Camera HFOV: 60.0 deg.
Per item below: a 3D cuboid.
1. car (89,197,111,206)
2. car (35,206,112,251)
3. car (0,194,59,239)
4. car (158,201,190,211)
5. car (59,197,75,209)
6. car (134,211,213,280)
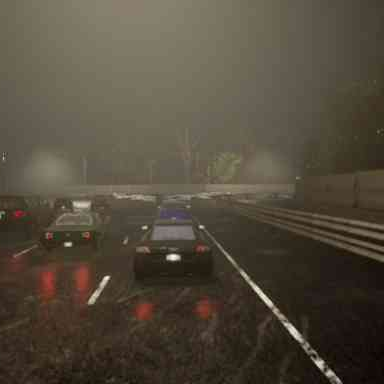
[{"bbox_3d":[-9.007,1.232,32.730,2.128,1.511,4.902,0,1,-18],"label":"car"},{"bbox_3d":[-4.566,1.496,13.661,1.895,1.301,4.718,0,1,-8],"label":"car"},{"bbox_3d":[-8.519,1.109,16.475,2.150,2.045,5.566,0,0,-10],"label":"car"},{"bbox_3d":[-1.111,1.292,20.611,1.882,1.535,5.008,0,1,-4],"label":"car"},{"bbox_3d":[-13.398,1.247,34.792,1.837,1.490,4.892,0,0,-20],"label":"car"},{"bbox_3d":[-0.538,1.476,9.745,1.994,1.385,4.181,0,1,-3],"label":"car"}]
